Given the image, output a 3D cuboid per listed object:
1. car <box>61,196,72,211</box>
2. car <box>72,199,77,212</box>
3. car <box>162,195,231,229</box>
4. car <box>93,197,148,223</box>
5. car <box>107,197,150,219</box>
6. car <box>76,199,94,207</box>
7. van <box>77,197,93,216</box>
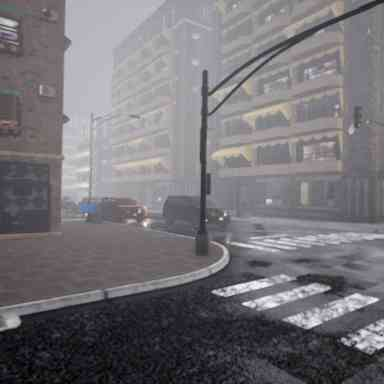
[{"bbox_3d":[-15.186,1.363,39.142,2.192,1.841,5.009,1,-1,-35],"label":"car"},{"bbox_3d":[-12.359,1.658,39.458,1.994,1.385,4.181,1,-1,-35],"label":"car"},{"bbox_3d":[0.113,1.243,21.911,2.150,2.045,5.566,1,-1,-36],"label":"car"},{"bbox_3d":[-5.482,1.305,25.518,2.192,1.841,5.009,1,-1,-35],"label":"car"},{"bbox_3d":[-5.829,1.406,30.262,2.097,1.767,4.553,1,-1,-36],"label":"car"},{"bbox_3d":[-18.476,1.858,57.335,1.802,1.307,4.206,1,-1,-35],"label":"car"},{"bbox_3d":[-8.717,1.350,30.059,1.690,1.788,3.998,1,-1,-35],"label":"van"}]
